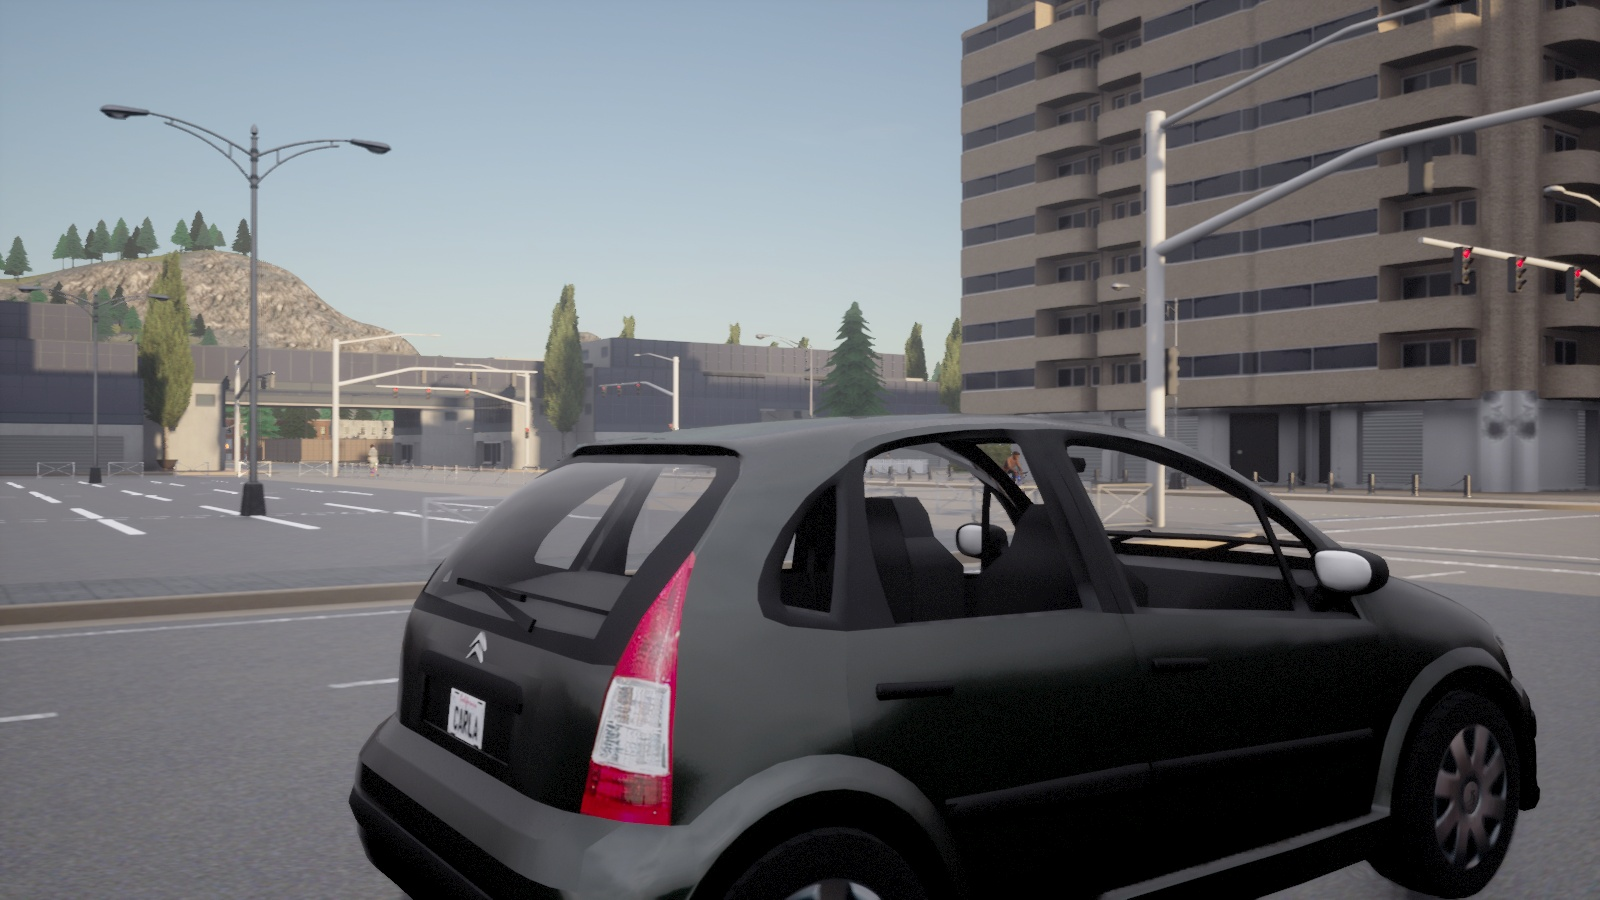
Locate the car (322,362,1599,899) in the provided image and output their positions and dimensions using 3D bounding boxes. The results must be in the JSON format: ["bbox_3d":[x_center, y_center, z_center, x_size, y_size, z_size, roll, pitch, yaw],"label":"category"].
[{"bbox_3d":[0.726,0.652,4.164,3.988,1.617,1.851,0,0,-35],"label":"car"}]

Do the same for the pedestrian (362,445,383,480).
[{"bbox_3d":[-24.159,0.681,70.944,0.873,1.952,0.659,0,0,24],"label":"pedestrian"}]
